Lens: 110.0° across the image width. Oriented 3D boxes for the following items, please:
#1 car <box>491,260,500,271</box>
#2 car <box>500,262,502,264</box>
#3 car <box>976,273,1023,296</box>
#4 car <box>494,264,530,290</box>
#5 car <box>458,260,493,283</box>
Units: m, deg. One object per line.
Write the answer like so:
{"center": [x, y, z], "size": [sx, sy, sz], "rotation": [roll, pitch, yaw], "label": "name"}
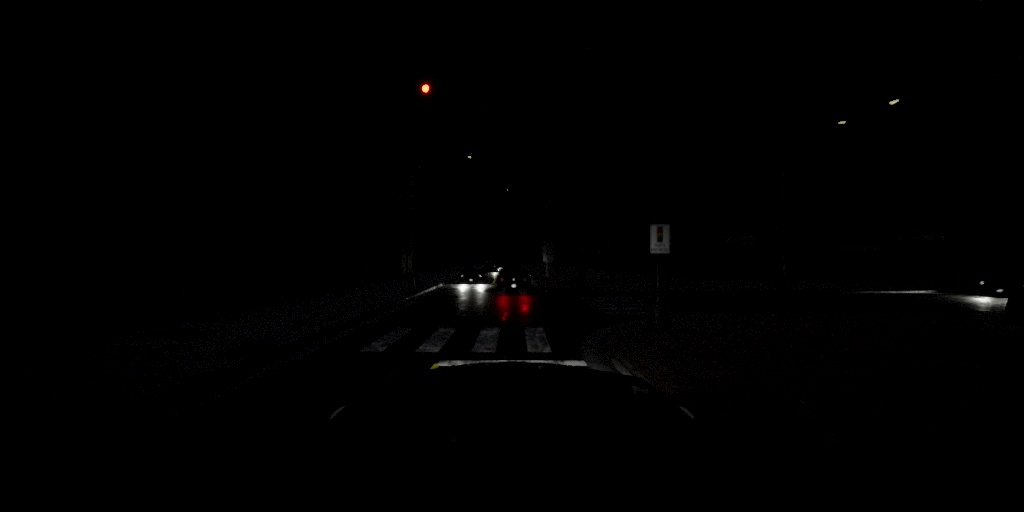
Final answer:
{"center": [-2.866, 1.217, 45.751], "size": [1.882, 1.535, 5.008], "rotation": [0, 0, 0], "label": "car"}
{"center": [-2.787, 1.350, 62.405], "size": [2.033, 1.411, 5.357], "rotation": [0, 0, 0], "label": "car"}
{"center": [24.402, 1.145, 15.991], "size": [5.357, 1.411, 2.033], "rotation": [0, 0, 0], "label": "car"}
{"center": [0.086, 1.338, 22.053], "size": [1.895, 1.301, 4.718], "rotation": [0, 0, 0], "label": "car"}
{"center": [-2.865, 1.284, 27.676], "size": [2.033, 1.411, 5.357], "rotation": [0, 0, 0], "label": "car"}
